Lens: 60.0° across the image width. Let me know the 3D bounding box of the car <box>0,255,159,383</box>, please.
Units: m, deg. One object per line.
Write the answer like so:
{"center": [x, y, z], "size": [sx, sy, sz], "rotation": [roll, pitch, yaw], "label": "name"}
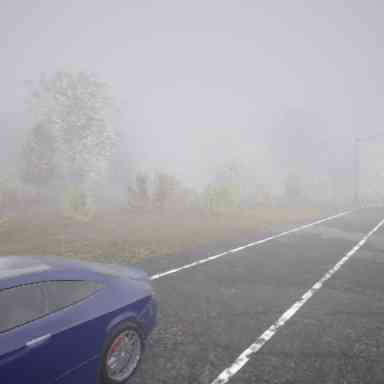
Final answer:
{"center": [-2.214, 1.453, 3.176], "size": [1.812, 1.442, 4.674], "rotation": [1, 1, 34], "label": "car"}
